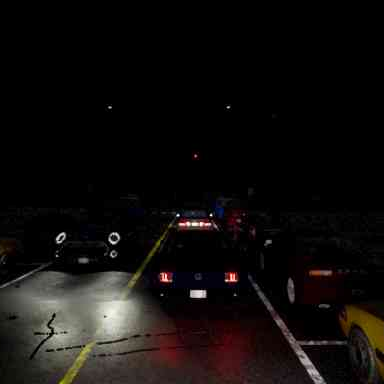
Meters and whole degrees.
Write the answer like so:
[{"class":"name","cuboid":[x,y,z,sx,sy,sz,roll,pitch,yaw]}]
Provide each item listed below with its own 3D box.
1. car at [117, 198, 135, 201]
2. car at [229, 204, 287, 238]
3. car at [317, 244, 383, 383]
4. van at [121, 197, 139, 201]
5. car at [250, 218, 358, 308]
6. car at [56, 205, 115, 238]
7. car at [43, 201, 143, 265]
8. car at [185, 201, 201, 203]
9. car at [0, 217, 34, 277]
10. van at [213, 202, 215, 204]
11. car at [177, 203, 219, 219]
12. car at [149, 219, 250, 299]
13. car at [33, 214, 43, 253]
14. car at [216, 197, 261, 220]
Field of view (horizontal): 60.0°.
[{"class":"car","cuboid":[-5.706,1.443,24.124,1.967,1.590,4.097,0,0,0]},{"class":"car","cuboid":[2.792,1.441,13.227,1.967,1.590,4.097,0,0,0]},{"class":"car","cuboid":[2.766,1.525,2.522,1.752,1.417,4.829,0,0,0]},{"class":"van","cuboid":[-5.693,1.345,29.562,1.690,1.788,3.998,0,0,0]},{"class":"car","cuboid":[2.779,1.545,7.790,1.887,1.381,4.507,0,0,0]},{"class":"car","cuboid":[-5.720,1.527,18.516,1.752,1.417,4.829,0,0,0]},{"class":"car","cuboid":[-3.065,1.352,11.663,2.097,1.767,4.553,0,0,0]},{"class":"car","cuboid":[0.065,1.481,27.799,1.882,1.535,5.008,0,0,0]},{"class":"car","cuboid":[-5.747,1.525,7.641,1.752,1.417,4.829,0,0,0]},{"class":"van","cuboid":[2.833,1.345,29.540,1.690,1.788,3.998,0,0,0]},{"class":"car","cuboid":[0.141,1.549,17.972,2.033,1.411,5.357,0,0,0]},{"class":"car","cuboid":[0.121,1.601,8.381,1.895,1.301,4.718,0,0,0]},{"class":"car","cuboid":[-5.733,1.566,13.249,1.947,1.339,4.313,0,0,0]},{"class":"car","cuboid":[2.806,1.316,18.665,2.192,1.841,5.009,0,0,0]}]
